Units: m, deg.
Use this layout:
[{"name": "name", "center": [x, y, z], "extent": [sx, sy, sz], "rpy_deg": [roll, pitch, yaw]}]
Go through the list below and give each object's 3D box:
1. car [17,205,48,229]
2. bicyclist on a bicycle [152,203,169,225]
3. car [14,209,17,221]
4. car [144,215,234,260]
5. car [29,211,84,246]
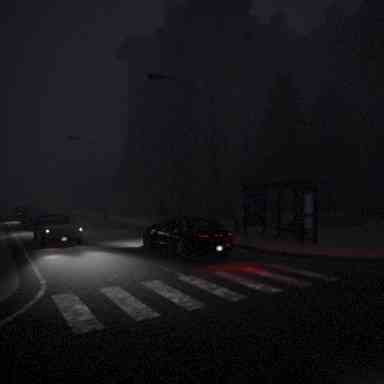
[{"name": "car", "center": [-11.684, 1.856, 24.976], "extent": [1.882, 1.535, 5.008], "rpy_deg": [0, -1, -31]}, {"name": "bicyclist on a bicycle", "center": [-2.094, 1.629, 23.526], "extent": [1.656, 1.620, 0.582], "rpy_deg": [0, -1, -31]}, {"name": "car", "center": [-16.695, 2.038, 33.368], "extent": [1.812, 1.442, 4.674], "rpy_deg": [0, -1, -31]}, {"name": "car", "center": [-0.324, 1.684, 13.370], "extent": [1.837, 1.490, 4.892], "rpy_deg": [1, -1, -32]}, {"name": "car", "center": [-6.912, 1.852, 17.002], "extent": [1.895, 1.301, 4.718], "rpy_deg": [0, -1, -31]}]
